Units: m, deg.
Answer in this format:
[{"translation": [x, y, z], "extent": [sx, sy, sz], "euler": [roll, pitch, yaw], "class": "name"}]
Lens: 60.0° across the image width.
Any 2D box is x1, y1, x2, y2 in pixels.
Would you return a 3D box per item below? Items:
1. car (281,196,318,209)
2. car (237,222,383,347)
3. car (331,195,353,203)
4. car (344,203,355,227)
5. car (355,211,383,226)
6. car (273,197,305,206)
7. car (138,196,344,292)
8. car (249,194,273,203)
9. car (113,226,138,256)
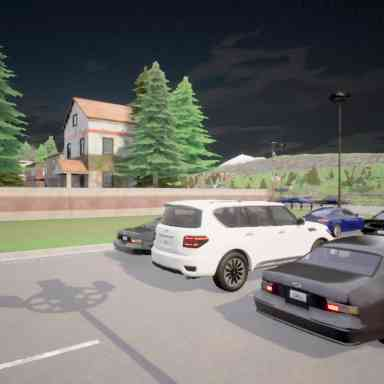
[{"translation": [15.473, 1.478, 48.076], "extent": [1.882, 1.535, 5.008], "euler": [0, 1, -36], "class": "car"}, {"translation": [3.566, 1.547, 6.289], "extent": [5.357, 1.411, 2.033], "euler": [0, 0, -36], "class": "car"}, {"translation": [23.818, 1.352, 54.466], "extent": [2.097, 1.767, 4.553], "euler": [0, 0, -36], "class": "car"}, {"translation": [7.671, 1.526, 17.804], "extent": [4.674, 1.442, 1.812], "euler": [0, 0, -35], "class": "car"}, {"translation": [9.678, 1.478, 14.937], "extent": [5.008, 1.535, 1.882], "euler": [0, 0, -35], "class": "car"}, {"translation": [16.865, 1.547, 58.116], "extent": [2.033, 1.411, 5.357], "euler": [0, 0, -36], "class": "car"}, {"translation": [1.587, 1.221, 9.178], "extent": [5.566, 2.045, 2.150], "euler": [0, 0, -36], "class": "car"}, {"translation": [14.043, 1.352, 68.151], "extent": [2.097, 1.767, 4.553], "euler": [0, 0, -36], "class": "car"}, {"translation": [-0.133, 1.547, 12.243], "extent": [5.357, 1.411, 2.033], "euler": [0, 0, -36], "class": "car"}]
